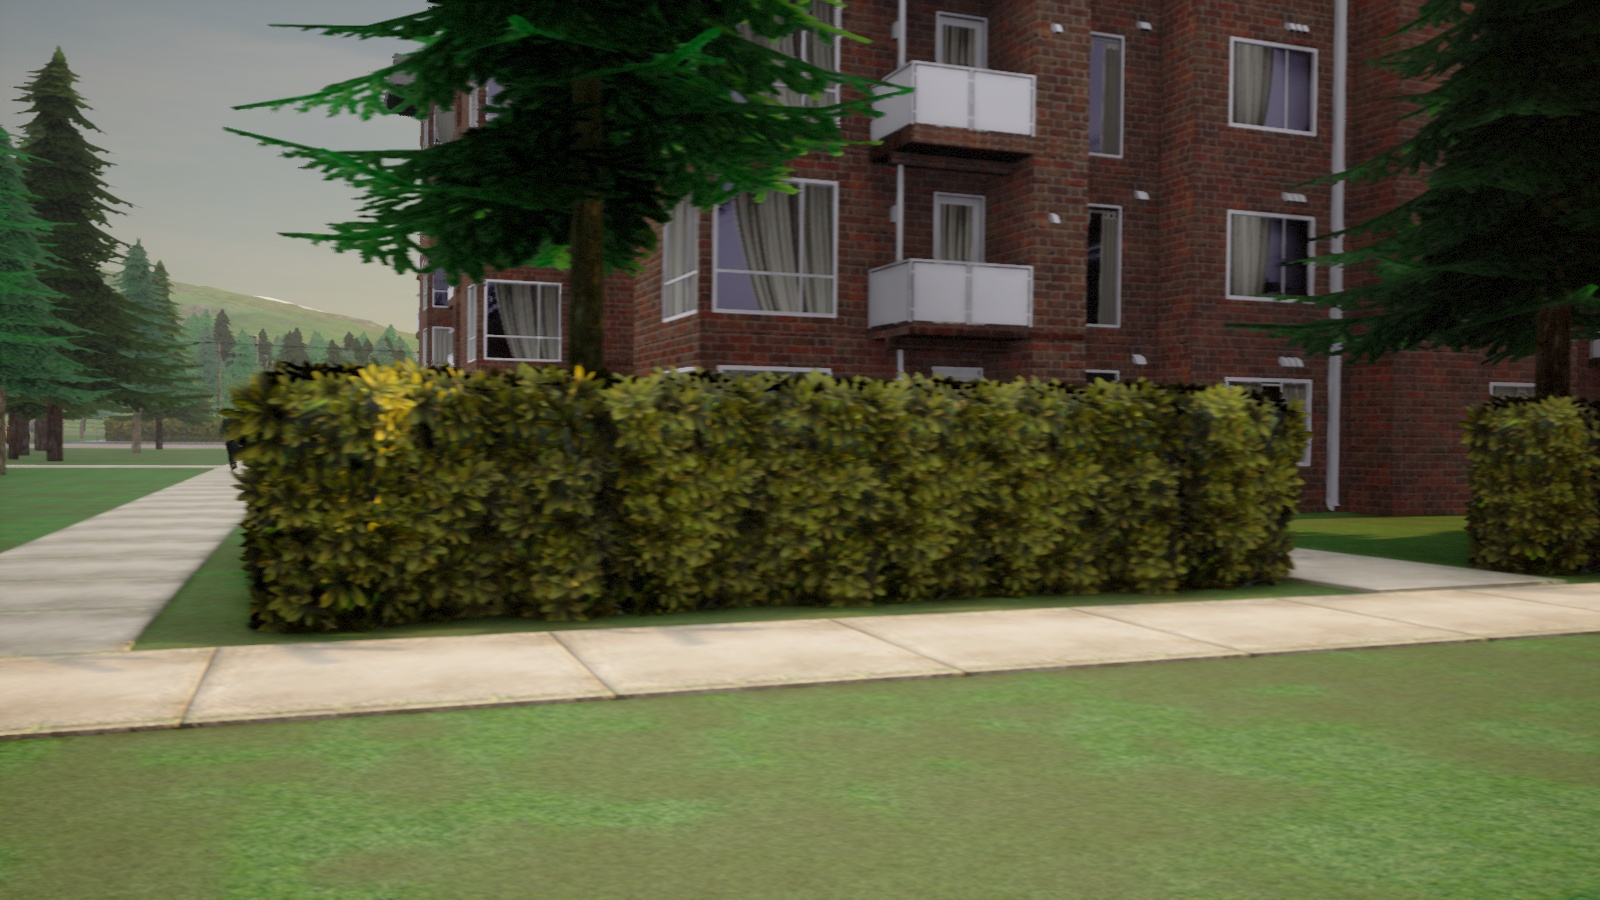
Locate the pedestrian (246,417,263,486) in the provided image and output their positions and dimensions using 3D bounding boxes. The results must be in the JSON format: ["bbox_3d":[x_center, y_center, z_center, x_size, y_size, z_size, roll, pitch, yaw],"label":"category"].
[{"bbox_3d":[-14.930,0.029,34.371,0.376,1.854,0.720,-1,1,-22],"label":"pedestrian"}]

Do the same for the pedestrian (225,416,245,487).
[{"bbox_3d":[-15.661,0.029,34.831,0.423,1.949,0.788,-1,1,-21],"label":"pedestrian"}]
